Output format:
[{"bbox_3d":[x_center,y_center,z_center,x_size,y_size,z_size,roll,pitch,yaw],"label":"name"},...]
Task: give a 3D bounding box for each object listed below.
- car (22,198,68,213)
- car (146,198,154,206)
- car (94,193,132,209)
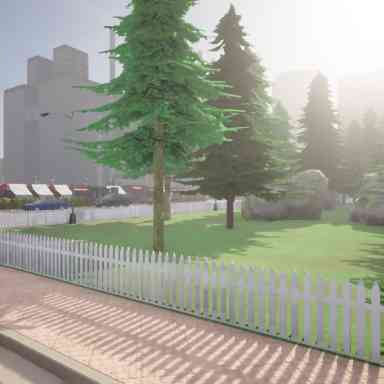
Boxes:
[{"bbox_3d":[-16.542,1.478,37.612,1.882,1.535,5.008,0,0,34],"label":"car"},{"bbox_3d":[-5.365,1.353,54.091,2.097,1.767,4.553,0,0,34],"label":"car"},{"bbox_3d":[-10.844,1.221,46.042,2.150,2.045,5.566,0,0,34],"label":"car"}]
